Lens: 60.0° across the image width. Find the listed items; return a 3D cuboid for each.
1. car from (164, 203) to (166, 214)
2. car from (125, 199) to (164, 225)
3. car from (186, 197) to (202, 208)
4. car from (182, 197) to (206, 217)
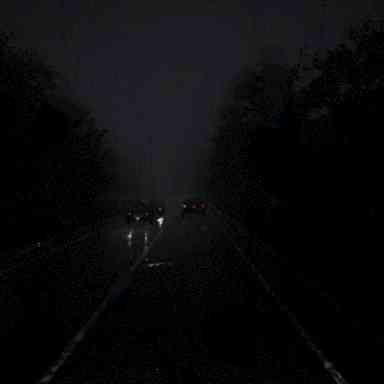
[{"bbox_3d":[-3.399,1.419,30.540,1.812,1.442,4.674,0,0,0],"label":"car"},{"bbox_3d":[-3.437,1.410,23.580,2.128,1.511,4.902,0,0,1],"label":"car"},{"bbox_3d":[0.231,1.404,44.634,1.994,1.385,4.181,0,0,-2],"label":"car"},{"bbox_3d":[0.173,1.249,30.006,2.097,1.767,4.553,0,0,1],"label":"car"}]
